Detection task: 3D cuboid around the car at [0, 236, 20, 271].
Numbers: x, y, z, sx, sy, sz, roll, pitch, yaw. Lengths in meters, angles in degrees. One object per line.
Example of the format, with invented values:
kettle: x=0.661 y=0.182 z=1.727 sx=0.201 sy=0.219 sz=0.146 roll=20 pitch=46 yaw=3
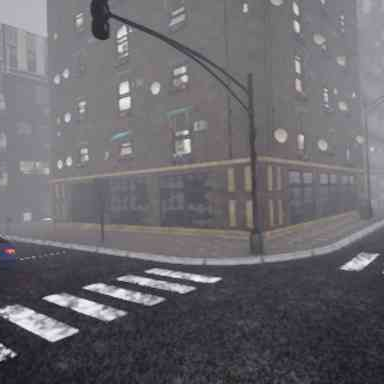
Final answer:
car: x=-7.608 y=1.911 z=11.194 sx=5.357 sy=1.411 sz=2.033 roll=-3 pitch=-1 yaw=44
